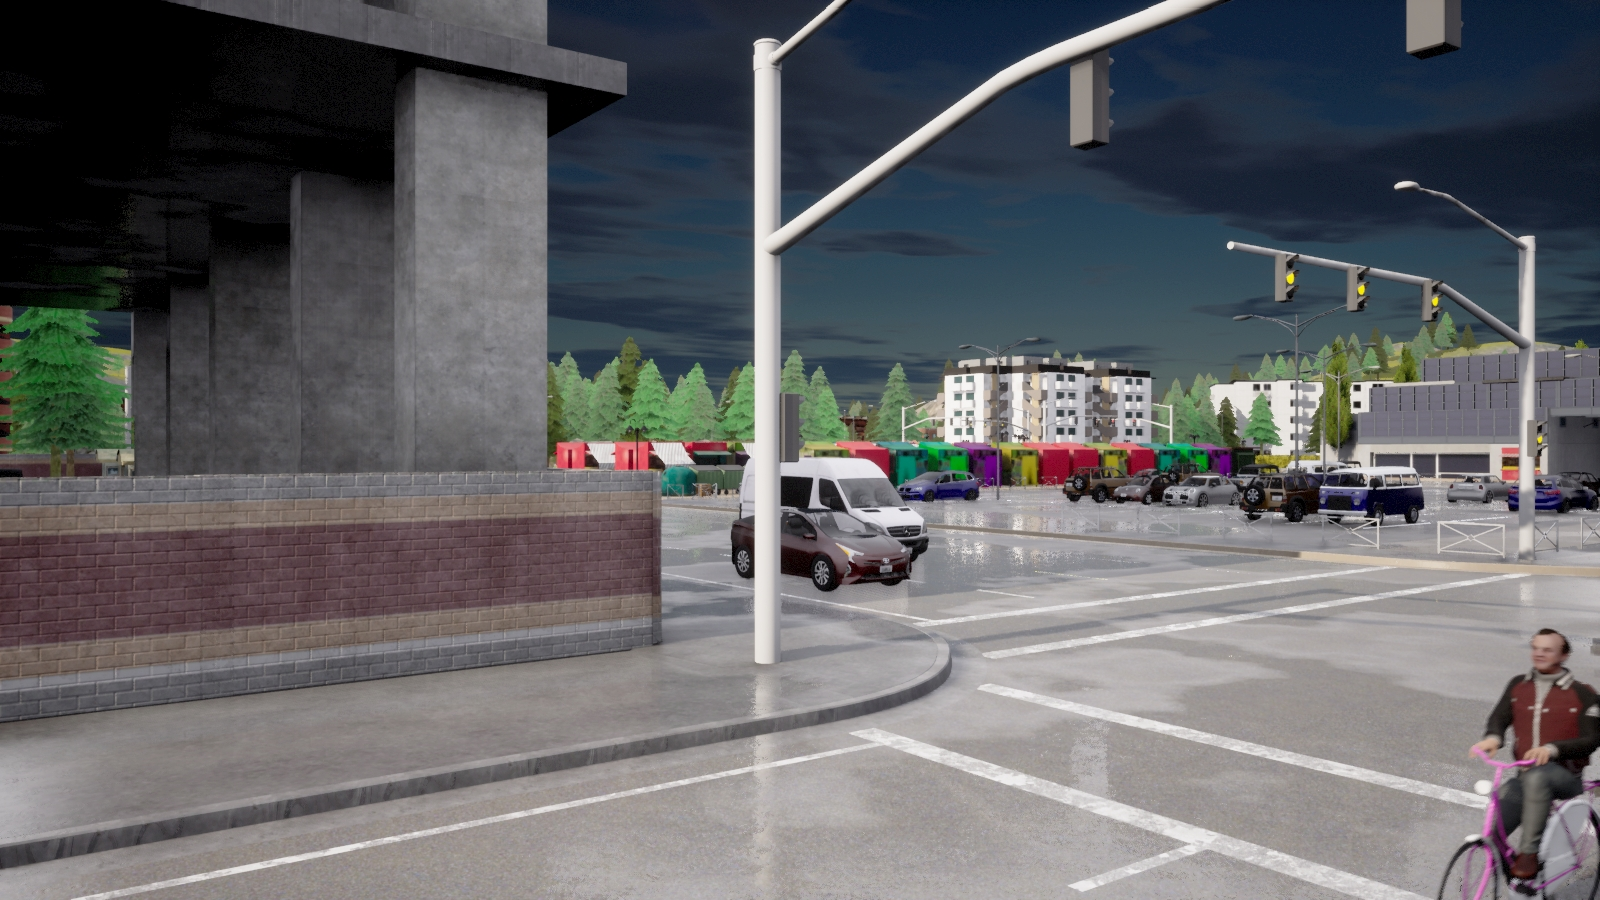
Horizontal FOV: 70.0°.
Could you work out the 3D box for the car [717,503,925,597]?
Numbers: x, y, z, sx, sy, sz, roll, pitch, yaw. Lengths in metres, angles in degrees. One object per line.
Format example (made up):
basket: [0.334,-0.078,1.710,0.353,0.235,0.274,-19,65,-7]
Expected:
car: [0.324,1.984,23.786,2.007,1.525,4.514,0,0,-36]

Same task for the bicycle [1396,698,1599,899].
bicycle: [4.044,2.161,6.415,1.835,1.271,0.329,0,0,-31]

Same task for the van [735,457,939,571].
van: [0.780,1.479,29.066,1.988,2.561,5.915,0,0,-36]
